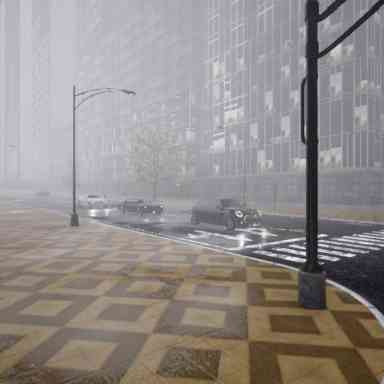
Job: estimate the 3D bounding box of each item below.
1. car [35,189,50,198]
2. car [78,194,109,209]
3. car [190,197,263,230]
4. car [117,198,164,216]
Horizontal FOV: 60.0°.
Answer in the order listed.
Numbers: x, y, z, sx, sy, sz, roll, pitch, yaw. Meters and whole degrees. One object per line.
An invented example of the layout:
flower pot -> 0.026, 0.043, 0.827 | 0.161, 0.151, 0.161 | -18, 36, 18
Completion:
car -> -28.602, 0.236, 63.592 | 1.882, 1.535, 5.008 | 0, 1, -38
car -> -10.501, 0.910, 34.966 | 1.812, 1.442, 4.674 | 0, 1, -38
car -> 1.906, 1.104, 19.216 | 2.097, 1.767, 4.553 | 0, 1, -38
car -> -4.254, 1.171, 27.019 | 1.895, 1.301, 4.718 | 0, 1, -38
